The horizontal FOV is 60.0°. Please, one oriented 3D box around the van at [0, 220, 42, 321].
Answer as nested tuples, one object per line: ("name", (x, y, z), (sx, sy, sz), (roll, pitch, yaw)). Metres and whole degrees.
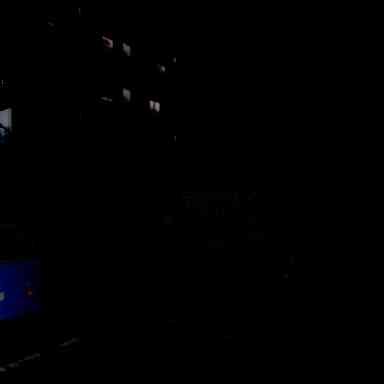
("van", (-4.436, 1.352, 6.042), (3.998, 1.788, 1.690), (0, 0, 36))
